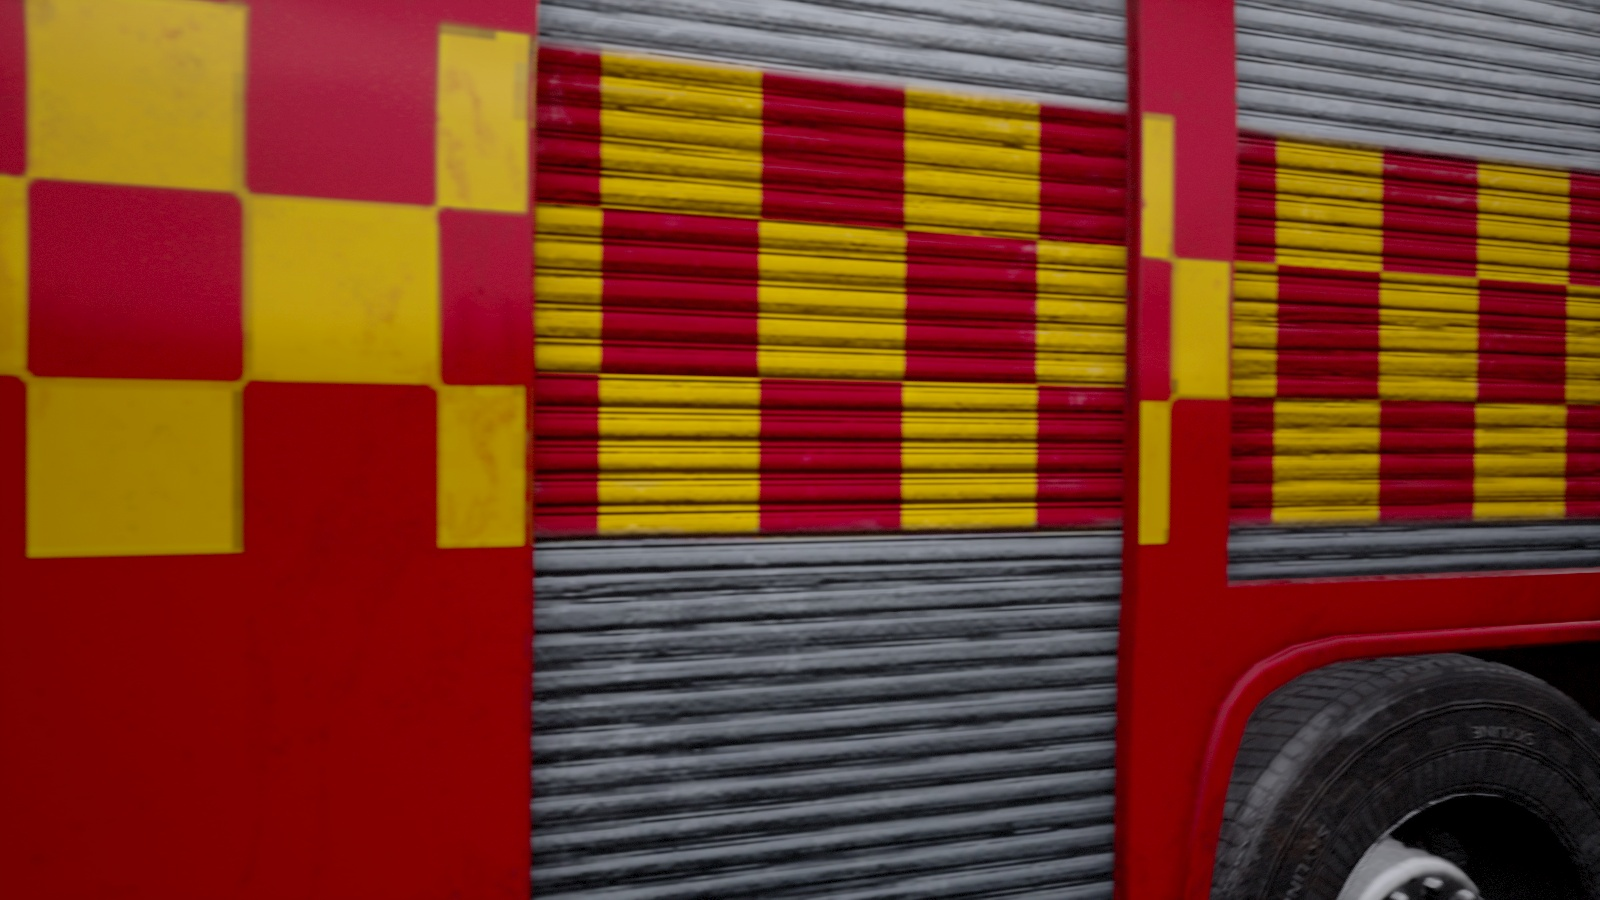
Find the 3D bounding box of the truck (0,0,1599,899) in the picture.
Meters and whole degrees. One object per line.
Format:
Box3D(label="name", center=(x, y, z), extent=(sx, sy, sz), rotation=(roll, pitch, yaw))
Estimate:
Box3D(label="truck", center=(-1.869, -0.388, 2.516), extent=(8.468, 3.827, 2.891), rotation=(-1, 1, -21))
